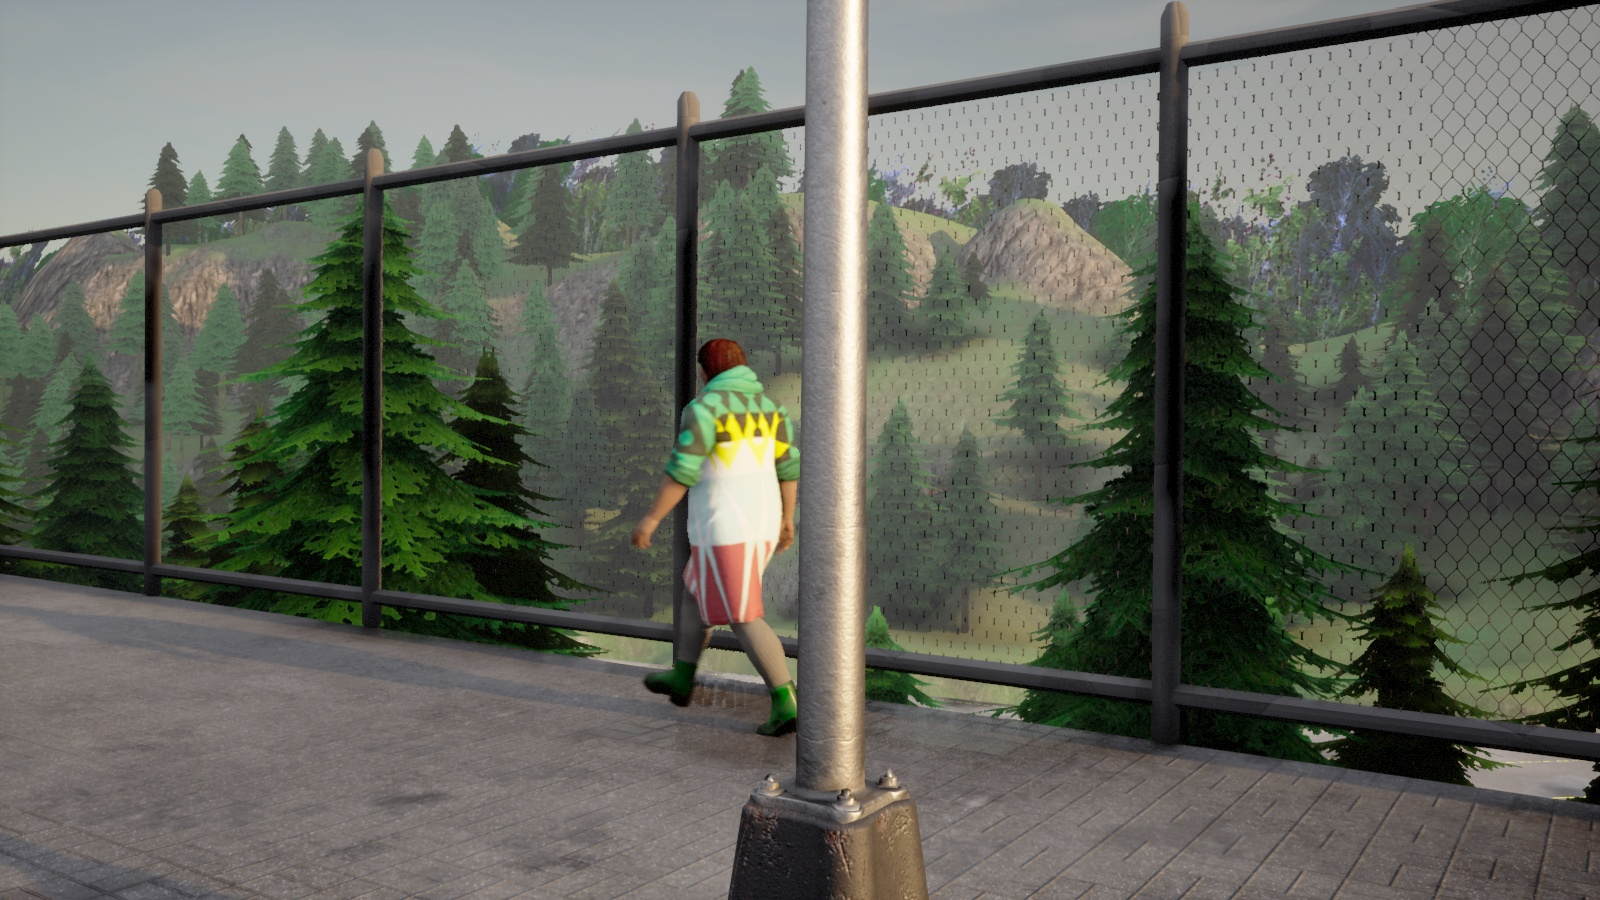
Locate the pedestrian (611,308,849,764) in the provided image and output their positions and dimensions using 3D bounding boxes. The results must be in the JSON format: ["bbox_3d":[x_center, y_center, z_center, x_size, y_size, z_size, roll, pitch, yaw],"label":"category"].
[{"bbox_3d":[-0.324,0.363,5.886,0.873,1.952,0.659,0,1,33],"label":"pedestrian"}]
